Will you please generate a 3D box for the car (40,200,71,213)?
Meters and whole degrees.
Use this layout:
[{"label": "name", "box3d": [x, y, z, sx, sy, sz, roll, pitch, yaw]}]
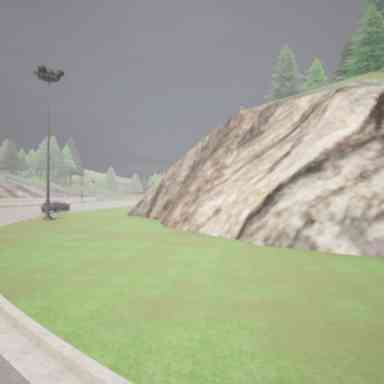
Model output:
[{"label": "car", "box3d": [-16.173, 1.684, 39.690, 2.128, 1.511, 4.902, 0, 0, 3]}]
